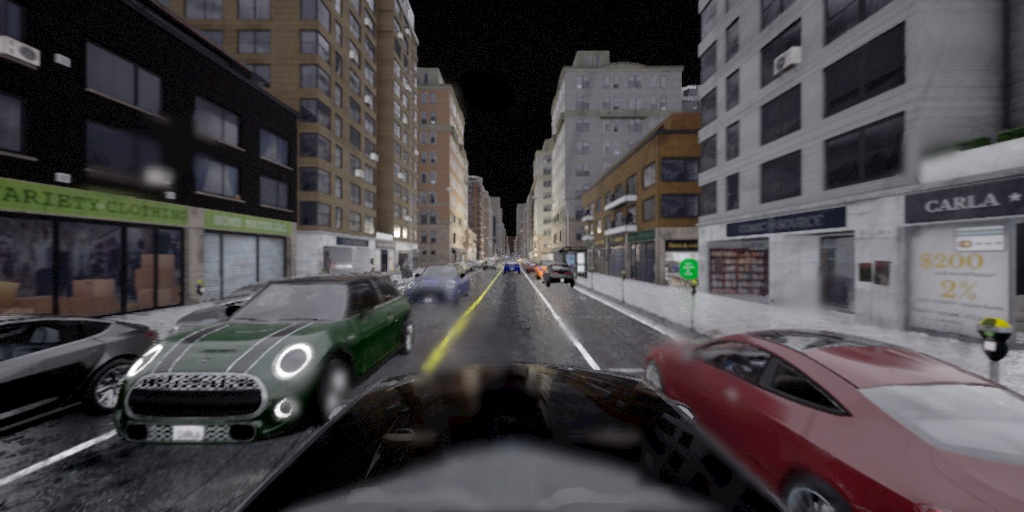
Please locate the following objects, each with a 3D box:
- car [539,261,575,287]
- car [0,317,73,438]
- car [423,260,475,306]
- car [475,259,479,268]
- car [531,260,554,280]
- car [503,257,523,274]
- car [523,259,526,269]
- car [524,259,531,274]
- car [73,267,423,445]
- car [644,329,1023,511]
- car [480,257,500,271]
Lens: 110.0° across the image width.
[{"bbox_3d":[3.141,1.281,24.842,1.837,1.490,4.892,0,0,0],"label":"car"},{"bbox_3d":[-5.858,1.318,3.318,1.948,1.339,4.313,0,0,0],"label":"car"},{"bbox_3d":[-3.064,1.119,15.765,2.097,1.767,4.553,0,0,1],"label":"car"},{"bbox_3d":[-5.865,1.370,47.507,1.948,1.339,4.313,0,0,0],"label":"car"},{"bbox_3d":[3.108,1.138,31.812,2.097,1.767,4.553,0,0,0],"label":"car"},{"bbox_3d":[0.022,1.280,43.006,1.882,1.535,5.008,0,0,1],"label":"car"},{"bbox_3d":[2.661,1.349,47.527,1.888,1.381,4.507,0,0,0],"label":"car"},{"bbox_3d":[2.662,1.380,42.002,1.802,1.307,4.207,0,0,0],"label":"car"},{"bbox_3d":[-3.096,1.106,5.686,2.097,1.767,4.553,0,0,0],"label":"car"},{"bbox_3d":[2.668,1.334,3.327,1.802,1.307,4.207,0,0,0],"label":"car"},{"bbox_3d":[-3.071,1.313,50.329,1.837,1.490,4.892,0,0,0],"label":"car"}]
